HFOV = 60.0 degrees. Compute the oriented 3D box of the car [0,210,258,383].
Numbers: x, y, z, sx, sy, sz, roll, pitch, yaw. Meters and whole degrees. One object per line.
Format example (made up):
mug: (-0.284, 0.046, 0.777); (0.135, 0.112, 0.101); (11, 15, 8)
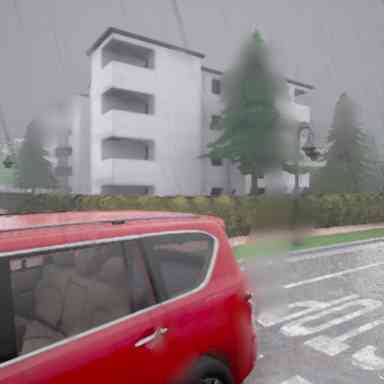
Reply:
car: (-1.718, 1.215, 2.179); (2.150, 2.045, 5.566); (0, 0, 43)
